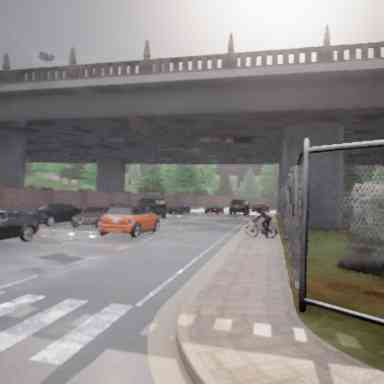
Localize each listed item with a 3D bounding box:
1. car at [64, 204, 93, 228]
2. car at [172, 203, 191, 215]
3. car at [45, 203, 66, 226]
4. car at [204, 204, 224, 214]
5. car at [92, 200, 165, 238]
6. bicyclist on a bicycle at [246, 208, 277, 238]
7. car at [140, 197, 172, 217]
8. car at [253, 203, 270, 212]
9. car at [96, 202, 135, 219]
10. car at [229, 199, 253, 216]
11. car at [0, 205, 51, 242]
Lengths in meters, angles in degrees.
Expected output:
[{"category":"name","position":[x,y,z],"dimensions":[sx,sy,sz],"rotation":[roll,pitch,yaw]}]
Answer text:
[{"category":"car","position":[-6.368,1.666,22.841],"dimensions":[1.812,1.442,4.674],"rotation":[2,-1,13]},{"category":"car","position":[-1.568,2.092,42.418],"dimensions":[2.033,1.411,5.357],"rotation":[2,-1,15]},{"category":"car","position":[-9.770,1.523,23.654],"dimensions":[1.882,1.535,5.008],"rotation":[2,-1,14]},{"category":"car","position":[3.096,2.333,45.672],"dimensions":[1.895,1.301,4.718],"rotation":[2,-1,17]},{"category":"car","position":[-3.449,1.534,19.150],"dimensions":[2.097,1.767,4.553],"rotation":[2,-1,14]},{"category":"bicyclist on a bicycle","position":[3.817,1.696,18.218],"dimensions":[1.656,1.620,0.582],"rotation":[1,-1,14]},{"category":"car","position":[-4.092,1.555,32.224],"dimensions":[2.150,2.045,5.566],"rotation":[2,-1,14]},{"category":"car","position":[11.671,2.641,56.262],"dimensions":[1.837,1.490,4.892],"rotation":[1,-1,31]},{"category":"car","position":[-7.495,1.765,33.095],"dimensions":[1.812,1.442,4.674],"rotation":[2,-1,14]},{"category":"car","position":[6.343,2.035,44.240],"dimensions":[2.150,2.045,5.566],"rotation":[2,-1,16]},{"category":"car","position":[-8.537,1.447,13.835],"dimensions":[2.128,1.511,4.902],"rotation":[2,-1,14]}]
